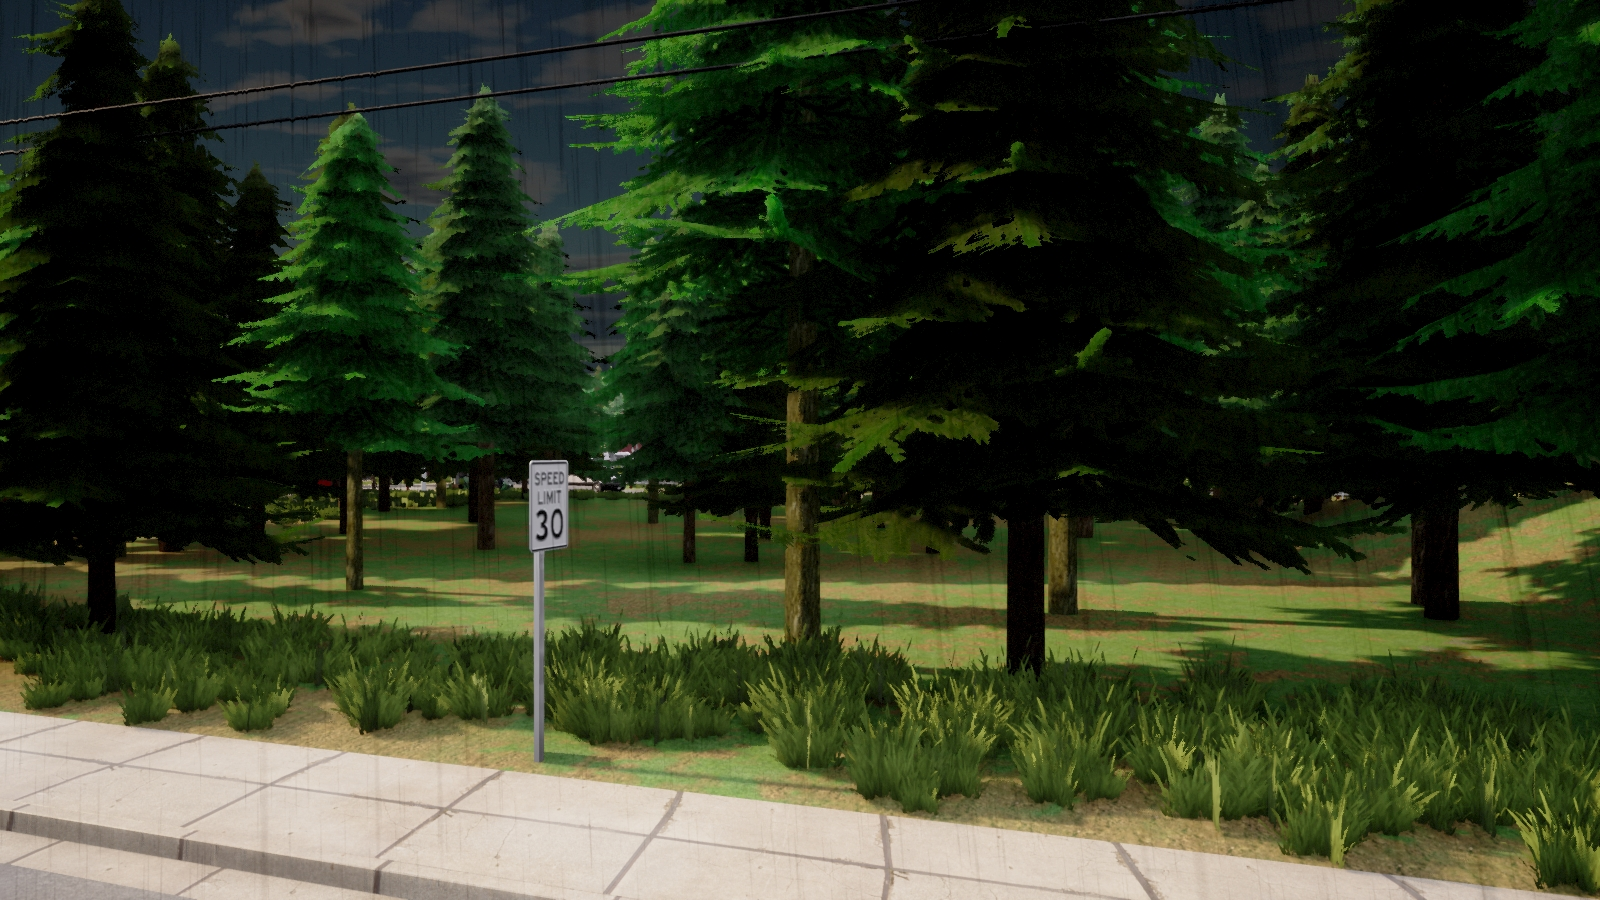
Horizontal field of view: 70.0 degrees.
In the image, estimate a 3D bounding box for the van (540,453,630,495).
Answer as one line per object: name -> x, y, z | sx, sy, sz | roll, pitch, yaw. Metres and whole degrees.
van -> -13.883, 1.508, 73.669 | 5.915, 2.561, 1.988 | 0, 0, 33
